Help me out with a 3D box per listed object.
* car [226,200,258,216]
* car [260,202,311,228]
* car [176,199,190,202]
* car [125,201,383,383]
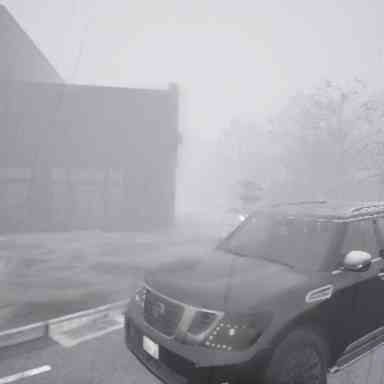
[{"bbox_3d":[5.289,1.688,35.945,1.994,1.385,4.181,2,0,-13],"label":"car"},{"bbox_3d":[6.639,1.563,24.219,2.128,1.511,4.902,2,0,-3],"label":"car"},{"bbox_3d":[-1.396,1.867,55.168,1.994,1.385,4.181,2,-2,-24],"label":"car"},{"bbox_3d":[1.827,1.202,4.985,5.566,2.045,2.150,-1,0,-36],"label":"car"}]
